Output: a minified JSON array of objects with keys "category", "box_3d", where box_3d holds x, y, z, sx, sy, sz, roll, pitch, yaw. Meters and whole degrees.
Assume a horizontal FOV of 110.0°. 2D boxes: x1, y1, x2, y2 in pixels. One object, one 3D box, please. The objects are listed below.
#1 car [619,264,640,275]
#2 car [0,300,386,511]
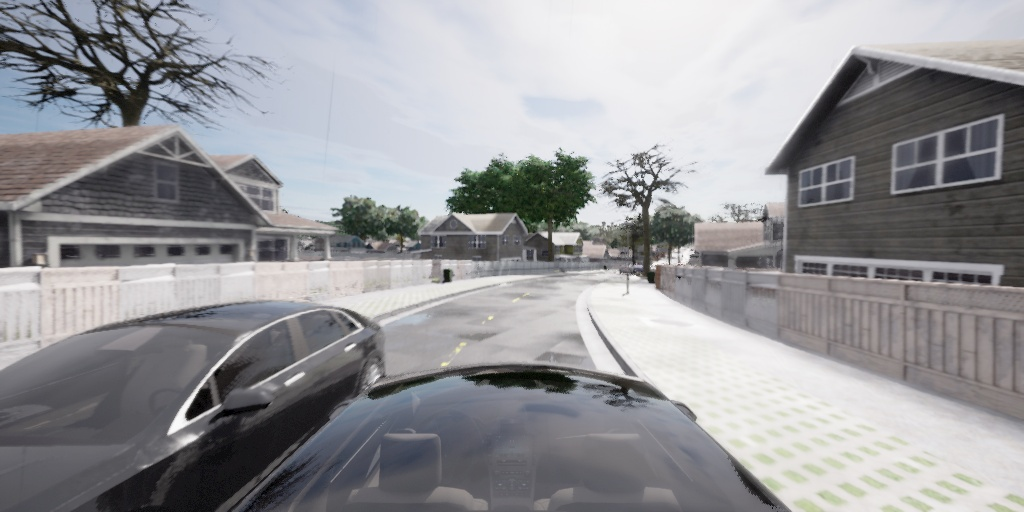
[{"category":"car","box_3d":[16.926,1.974,52.534,2.128,1.511,4.902,2,0,27]},{"category":"car","box_3d":[-2.669,1.230,3.055,1.837,1.490,4.892,0,0,2]}]
